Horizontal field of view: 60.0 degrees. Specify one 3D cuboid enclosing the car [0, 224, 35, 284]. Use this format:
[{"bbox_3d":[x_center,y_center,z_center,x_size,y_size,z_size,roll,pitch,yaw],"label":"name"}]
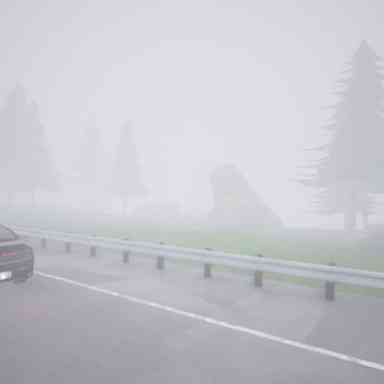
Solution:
[{"bbox_3d":[-5.847,1.475,8.318,4.892,1.490,1.837,0,0,36],"label":"car"}]
